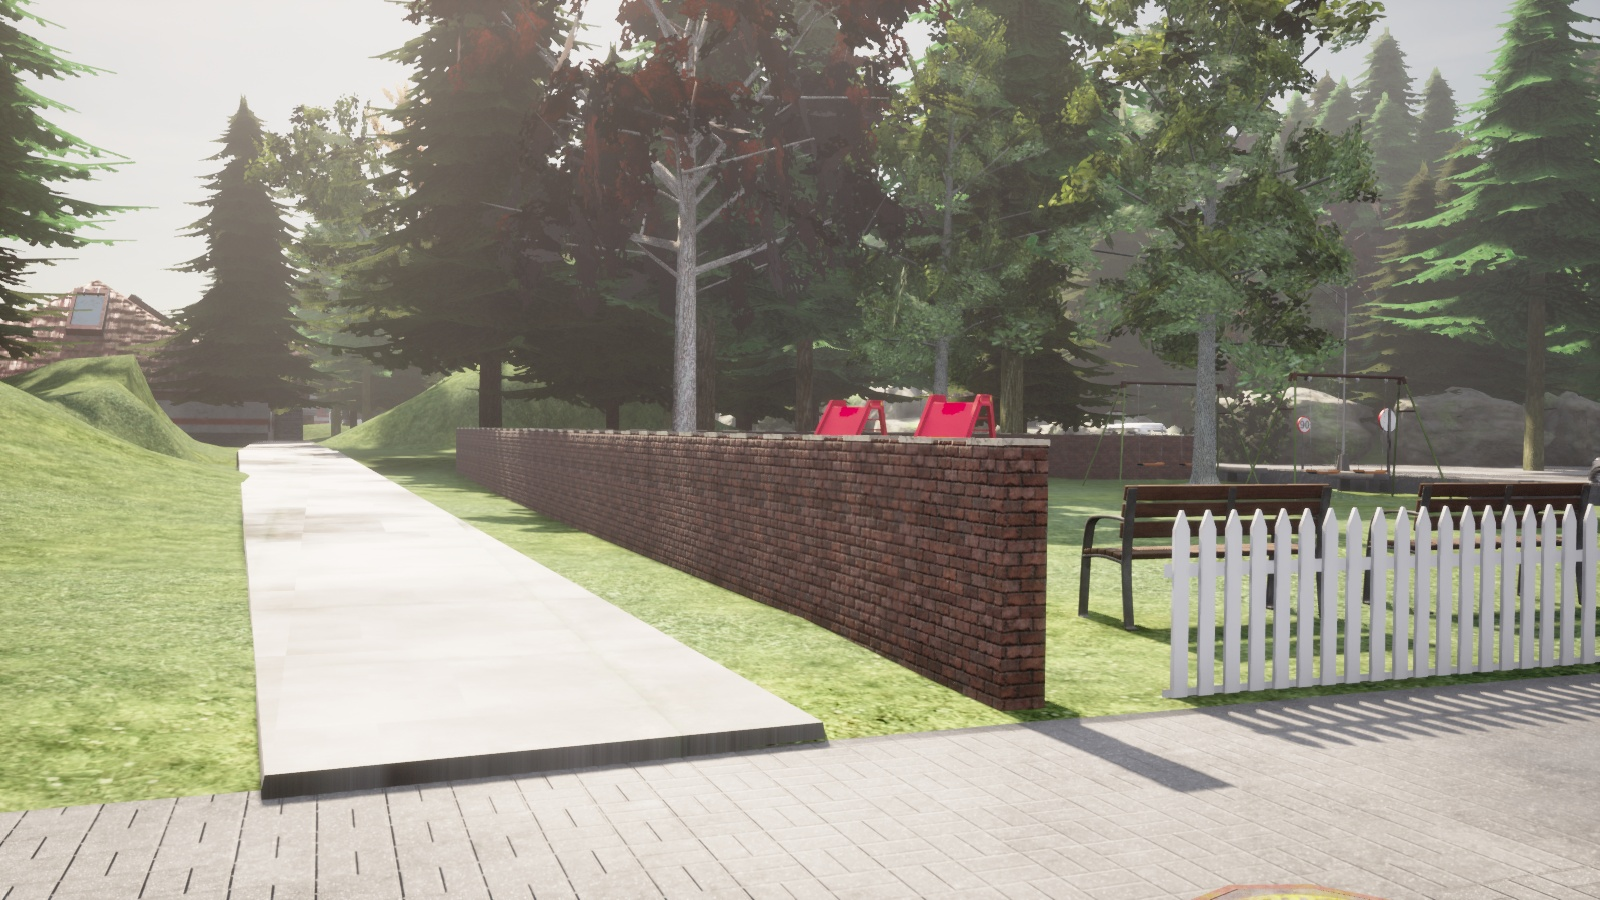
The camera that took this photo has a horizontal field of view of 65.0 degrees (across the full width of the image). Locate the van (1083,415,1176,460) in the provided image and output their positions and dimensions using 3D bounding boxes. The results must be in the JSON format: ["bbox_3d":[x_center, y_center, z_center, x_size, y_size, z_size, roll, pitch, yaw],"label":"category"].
[{"bbox_3d":[15.679,-0.623,60.045,2.069,2.038,4.480,-1,1,-21],"label":"van"}]

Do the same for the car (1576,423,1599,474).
[{"bbox_3d":[24.762,-0.045,36.279,1.845,1.501,3.633,-1,1,-21],"label":"car"}]
